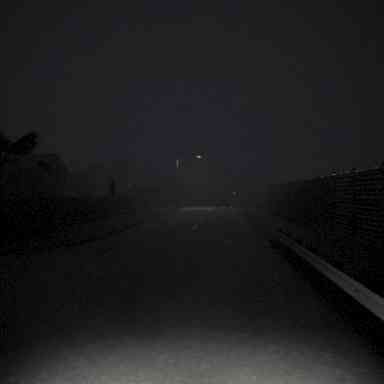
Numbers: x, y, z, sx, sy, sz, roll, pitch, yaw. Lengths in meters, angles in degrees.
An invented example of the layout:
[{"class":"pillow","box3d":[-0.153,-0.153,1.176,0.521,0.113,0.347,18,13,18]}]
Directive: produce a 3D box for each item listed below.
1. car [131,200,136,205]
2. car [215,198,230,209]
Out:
[{"class":"car","box3d":[-10.125,1.425,48.954,3.633,1.501,1.845,0,0,2]},{"class":"car","box3d":[4.438,1.676,47.877,1.837,1.490,4.892,0,0,5]}]
